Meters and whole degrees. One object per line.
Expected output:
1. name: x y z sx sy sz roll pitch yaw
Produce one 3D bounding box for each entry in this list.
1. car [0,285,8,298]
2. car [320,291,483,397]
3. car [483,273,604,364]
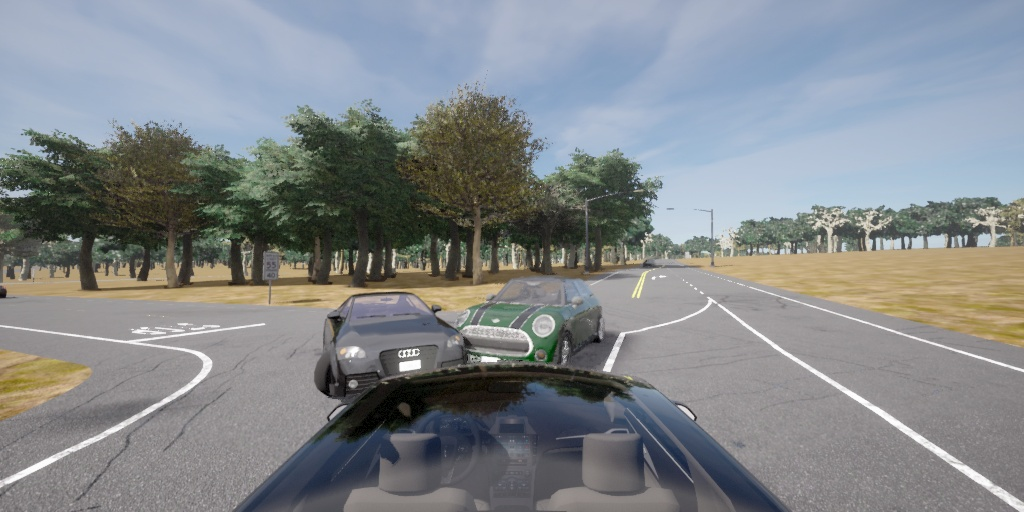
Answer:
1. car: -40.852 2.566 27.440 4.181 1.385 1.994 -2 -3 22
2. car: -2.360 1.375 6.656 1.994 1.385 4.181 0 -2 -29
3. car: 0.606 1.227 7.879 2.097 1.767 4.553 -1 -3 25
